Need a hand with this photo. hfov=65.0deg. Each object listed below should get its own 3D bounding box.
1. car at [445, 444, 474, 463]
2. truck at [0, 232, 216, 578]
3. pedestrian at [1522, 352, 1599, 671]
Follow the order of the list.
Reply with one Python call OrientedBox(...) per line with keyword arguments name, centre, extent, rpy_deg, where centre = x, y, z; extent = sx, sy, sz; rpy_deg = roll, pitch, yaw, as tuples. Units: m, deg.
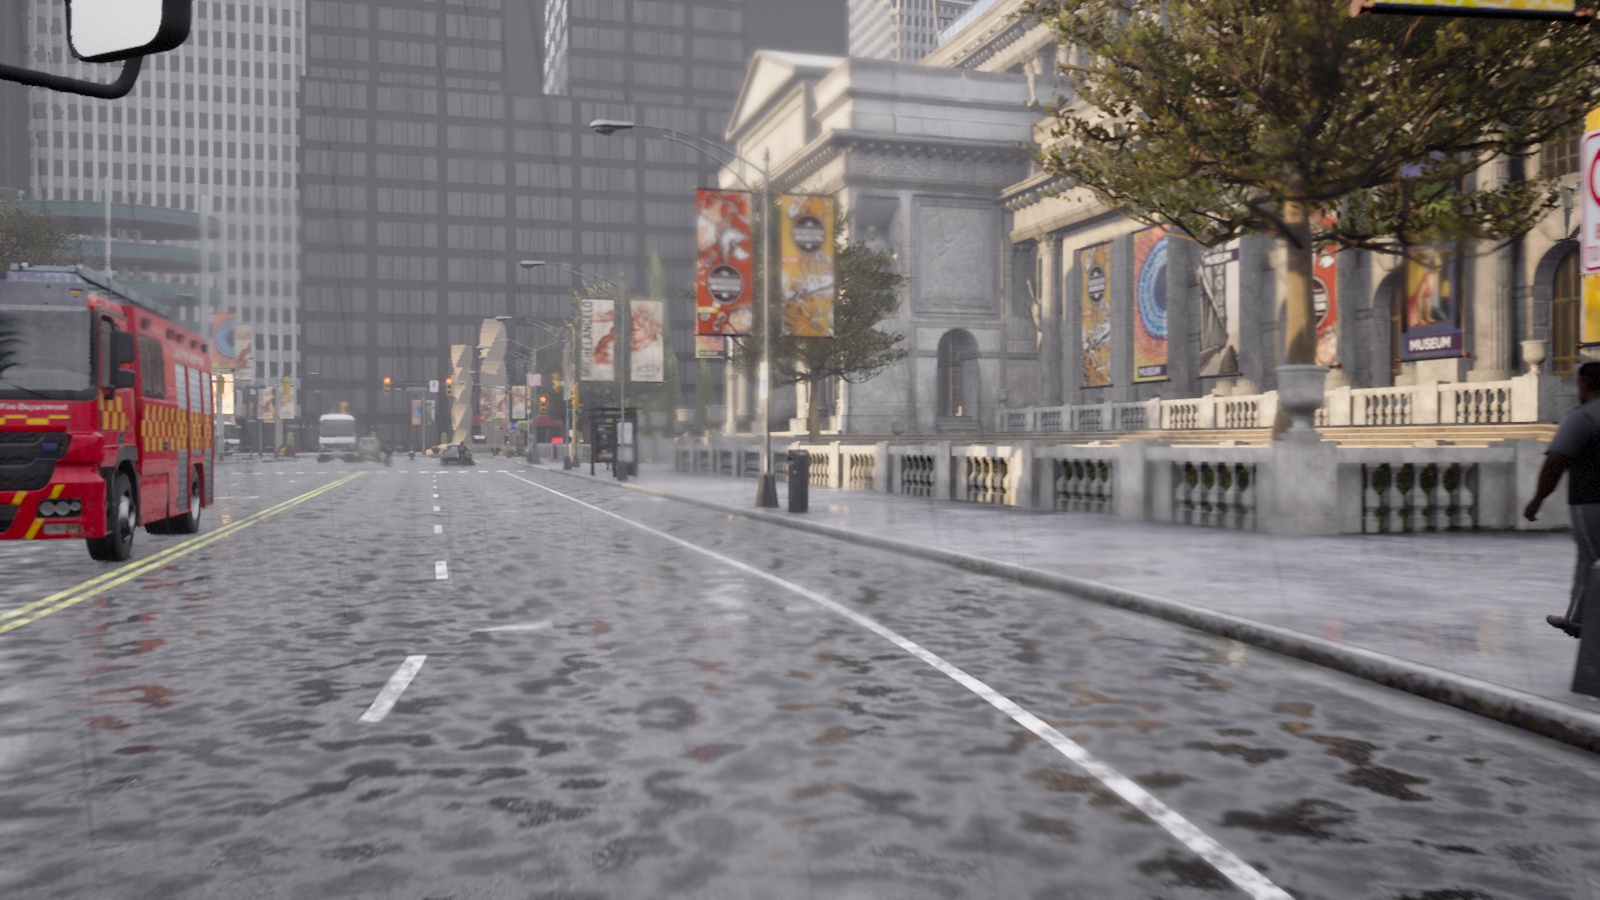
OrientedBox(name="car", centre=(-25.469, 0.278, 93.853), extent=(1.994, 1.385, 4.181), rpy_deg=(0, 0, -16))
OrientedBox(name="truck", centre=(-10.582, -0.520, 17.833), extent=(2.891, 3.827, 8.468), rpy_deg=(0, 0, -16))
OrientedBox(name="pedestrian", centre=(4.963, 0.361, 7.654), extent=(0.563, 1.883, 0.849), rpy_deg=(0, 0, -10))
